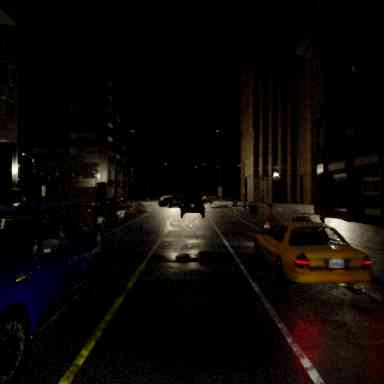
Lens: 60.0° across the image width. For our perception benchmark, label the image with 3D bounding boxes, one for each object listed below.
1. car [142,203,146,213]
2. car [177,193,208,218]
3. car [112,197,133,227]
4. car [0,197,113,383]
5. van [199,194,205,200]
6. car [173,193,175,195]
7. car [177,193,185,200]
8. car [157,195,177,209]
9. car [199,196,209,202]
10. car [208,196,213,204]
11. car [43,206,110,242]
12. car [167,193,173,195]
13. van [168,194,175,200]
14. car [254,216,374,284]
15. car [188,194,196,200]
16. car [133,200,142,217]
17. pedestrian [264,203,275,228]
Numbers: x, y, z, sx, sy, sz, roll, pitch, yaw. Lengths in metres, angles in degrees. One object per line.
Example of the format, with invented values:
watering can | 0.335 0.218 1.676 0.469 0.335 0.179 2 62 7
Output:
car | -5.762 1.516 33.865 1.752 1.417 4.829 0 0 0
car | 0.060 1.215 30.259 2.150 2.045 5.566 0 0 0
car | -5.761 1.308 22.832 2.192 1.841 5.009 0 0 0
car | -3.102 1.220 5.502 2.150 2.045 5.566 0 0 0
van | 2.761 1.335 94.484 1.690 1.788 3.998 0 0 0
car | -5.763 1.429 77.638 1.967 1.590 4.097 0 0 0
car | -3.003 1.187 95.454 2.150 2.045 5.566 0 0 0
car | -2.997 1.485 44.732 1.837 1.490 4.892 1 0 -31
car | 2.761 1.540 77.657 2.008 1.369 4.403 0 0 0
car | 2.762 1.428 60.830 1.967 1.590 4.097 0 0 0
car | -5.761 1.539 17.230 1.887 1.381 4.507 0 0 0
car | -5.763 1.429 72.029 1.967 1.590 4.097 0 0 0
van | -5.764 1.335 94.466 1.690 1.788 3.998 0 0 0
car | 2.999 1.453 9.461 1.801 1.575 5.366 0 0 0
car | -0.003 1.331 86.090 2.128 1.511 4.902 0 0 0
car | -5.762 1.517 28.264 1.752 1.417 4.829 0 0 0
pedestrian | 2.955 1.290 12.456 0.375 1.860 0.375 0 0 0
